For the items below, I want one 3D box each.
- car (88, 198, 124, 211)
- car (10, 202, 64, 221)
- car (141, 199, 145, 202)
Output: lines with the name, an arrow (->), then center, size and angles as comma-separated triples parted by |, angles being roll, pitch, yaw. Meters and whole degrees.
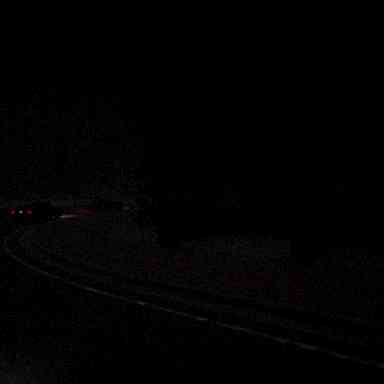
car -> -10.633, 1.478, 41.387 | 1.882, 1.535, 5.008 | 0, 0, 31
car -> -12.505, 1.547, 27.229 | 2.033, 1.411, 5.357 | 0, 0, 4
car -> -5.445, 1.478, 49.259 | 1.882, 1.535, 5.008 | 0, 0, 35
